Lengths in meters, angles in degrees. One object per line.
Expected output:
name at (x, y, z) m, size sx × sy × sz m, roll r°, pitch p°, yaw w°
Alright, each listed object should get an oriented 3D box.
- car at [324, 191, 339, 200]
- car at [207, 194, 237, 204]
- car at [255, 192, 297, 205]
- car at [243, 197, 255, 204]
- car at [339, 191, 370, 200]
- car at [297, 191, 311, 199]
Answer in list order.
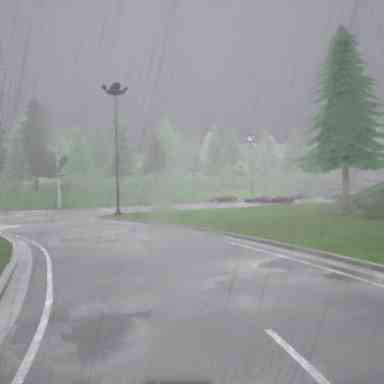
car at (23.932, 0.582, 54.826) m, size 4.674 × 1.442 × 1.812 m, roll -2°, pitch 0°, yaw -25°
car at (4.817, 1.036, 53.495) m, size 5.008 × 1.535 × 1.882 m, roll -2°, pitch 0°, yaw -25°
car at (11.422, 1.038, 45.037) m, size 4.718 × 1.301 × 1.895 m, roll -2°, pitch 0°, yaw -25°
car at (9.786, 1.062, 48.128) m, size 4.718 × 1.301 × 1.895 m, roll -2°, pitch 0°, yaw -25°
car at (25.730, 0.555, 51.815) m, size 4.674 × 1.442 × 1.812 m, roll -2°, pitch 0°, yaw -25°
car at (19.443, 0.634, 60.418) m, size 4.902 × 1.511 × 2.128 m, roll -2°, pitch 0°, yaw -25°
